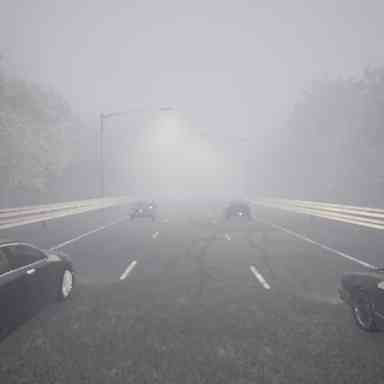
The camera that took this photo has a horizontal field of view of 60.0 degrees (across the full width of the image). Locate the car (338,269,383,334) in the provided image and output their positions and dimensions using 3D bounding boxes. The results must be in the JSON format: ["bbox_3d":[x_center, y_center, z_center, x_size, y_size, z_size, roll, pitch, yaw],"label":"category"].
[{"bbox_3d":[3.594,1.521,3.636,2.033,1.411,5.357,0,0,0],"label":"car"}]

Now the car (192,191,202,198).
[{"bbox_3d":[1.836,0.837,91.804,1.812,1.442,4.674,0,0,-2],"label":"car"}]

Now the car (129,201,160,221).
[{"bbox_3d":[-3.539,1.370,25.412,2.033,1.411,5.357,0,0,-1],"label":"car"}]

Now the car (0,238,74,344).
[{"bbox_3d":[-3.412,1.469,5.199,1.837,1.490,4.892,0,0,0],"label":"car"}]

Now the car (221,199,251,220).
[{"bbox_3d":[3.450,1.320,26.347,1.837,1.490,4.892,0,0,-1],"label":"car"}]
